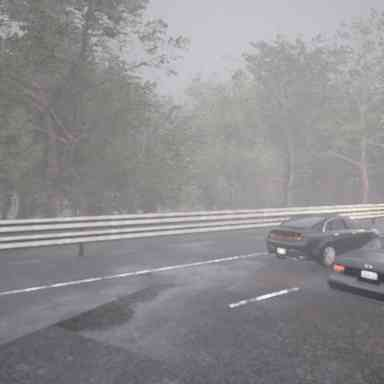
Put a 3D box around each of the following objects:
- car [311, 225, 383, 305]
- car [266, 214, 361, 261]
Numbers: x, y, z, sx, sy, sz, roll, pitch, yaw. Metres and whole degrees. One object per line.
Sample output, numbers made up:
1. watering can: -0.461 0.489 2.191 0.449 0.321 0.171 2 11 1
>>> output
1. car: 5.246 1.546 7.452 5.357 1.411 2.033 0 0 -35
2. car: 4.629 1.503 11.287 4.892 1.490 1.837 0 0 -35
